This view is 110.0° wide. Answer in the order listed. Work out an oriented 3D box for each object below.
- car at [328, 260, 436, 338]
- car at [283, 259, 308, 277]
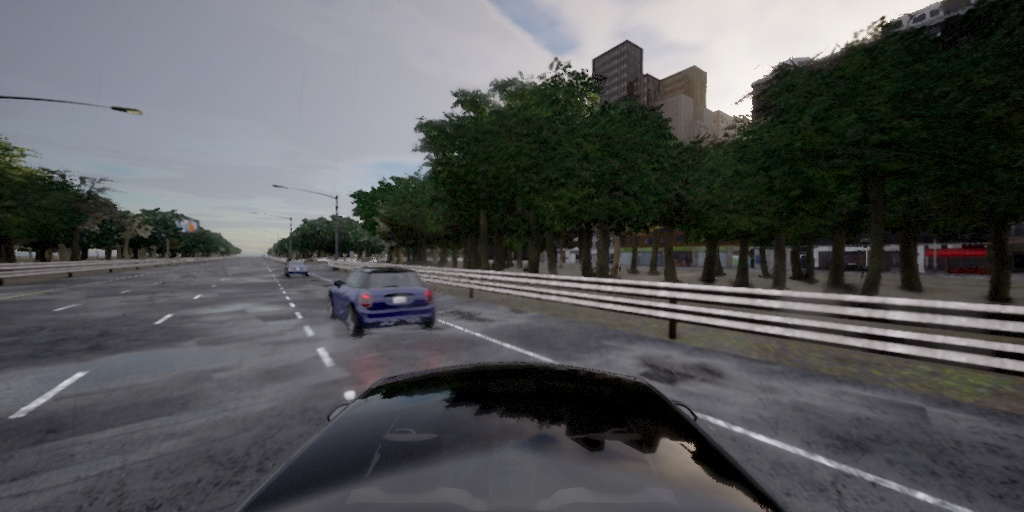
[{"bbox_3d":[-3.989,1.100,10.589,2.097,1.767,4.553,0,0,-35],"label":"car"},{"bbox_3d":[-21.222,1.252,35.196,2.033,1.411,5.357,0,0,-35],"label":"car"}]
